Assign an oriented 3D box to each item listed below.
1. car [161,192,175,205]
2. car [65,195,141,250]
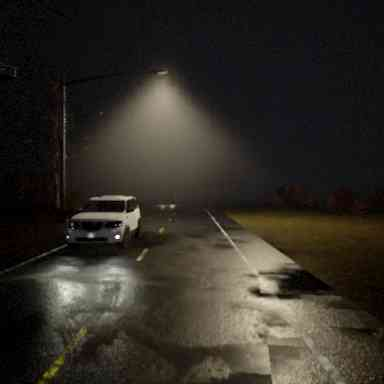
[{"bbox_3d":[-4.135,1.102,57.340,2.150,2.045,5.566,0,0,-2],"label":"car"},{"bbox_3d":[-3.599,1.190,14.612,2.150,2.045,5.566,0,0,0],"label":"car"}]
